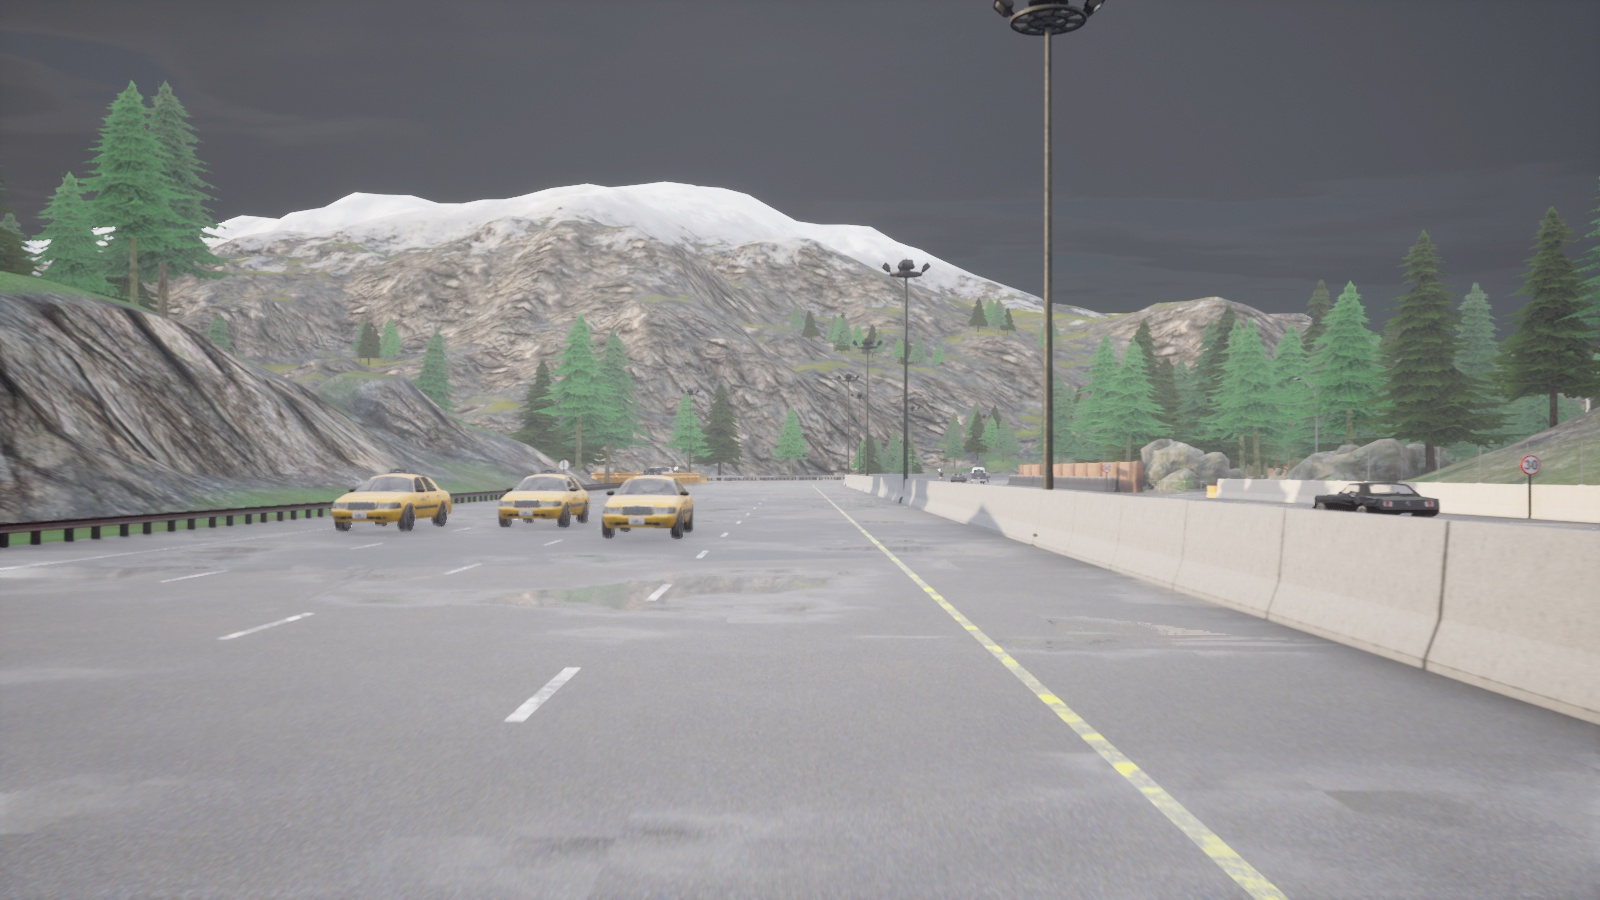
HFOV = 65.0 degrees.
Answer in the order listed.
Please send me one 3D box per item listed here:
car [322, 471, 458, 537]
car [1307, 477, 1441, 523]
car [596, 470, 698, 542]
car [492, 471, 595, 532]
[{"bbox_3d":[-10.580,1.346,32.863,1.801,1.575,5.366,0,-1,0],"label":"car"},{"bbox_3d":[17.407,1.487,38.342,1.895,1.301,4.718,0,-1,0],"label":"car"},{"bbox_3d":[-3.574,1.273,30.196,1.801,1.575,5.366,0,-1,0],"label":"car"},{"bbox_3d":[-7.086,1.371,35.181,1.801,1.575,5.366,0,-1,0],"label":"car"}]
